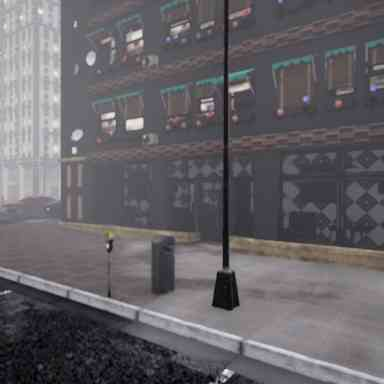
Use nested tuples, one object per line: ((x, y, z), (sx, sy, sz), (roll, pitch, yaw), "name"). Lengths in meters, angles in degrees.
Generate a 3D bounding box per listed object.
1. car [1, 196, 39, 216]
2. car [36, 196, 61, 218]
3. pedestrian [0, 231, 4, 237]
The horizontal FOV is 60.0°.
((-12.895, 1.071, 27.040), (1.812, 1.442, 4.674), (0, 2, 35), "car")
((-8.256, 1.130, 23.551), (1.947, 1.339, 4.313), (1, 2, 35), "car")
((-8.297, 1.377, 14.144), (0.500, 1.100, 0.500), (0, 0, 36), "pedestrian")
